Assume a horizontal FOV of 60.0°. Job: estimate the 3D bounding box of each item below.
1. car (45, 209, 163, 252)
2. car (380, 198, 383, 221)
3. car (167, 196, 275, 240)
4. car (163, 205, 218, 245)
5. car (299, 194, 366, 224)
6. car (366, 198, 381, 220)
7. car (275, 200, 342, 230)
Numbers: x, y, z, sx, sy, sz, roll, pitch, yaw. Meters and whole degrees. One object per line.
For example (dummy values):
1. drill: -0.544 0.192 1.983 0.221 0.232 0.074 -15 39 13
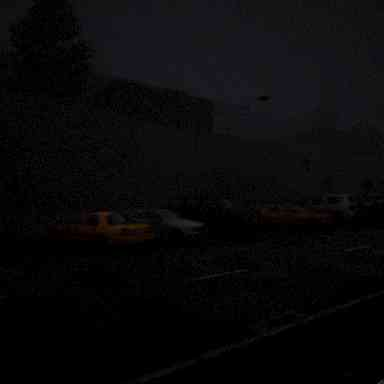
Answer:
1. car: -4.024 1.489 13.909 5.366 1.575 1.946 -1 0 35
2. car: 13.258 1.402 26.013 4.674 1.452 2.002 -1 -1 35
3. car: 1.050 1.228 17.286 5.566 2.045 2.435 -1 -1 35
4. car: -1.424 1.525 15.556 4.674 1.452 2.002 -1 -1 34
5. car: 8.335 1.170 22.538 5.566 2.045 2.435 -1 0 35
6. car: 10.781 1.422 24.277 4.792 1.488 2.163 -1 0 35
7. car: 6.068 1.439 20.677 5.366 1.575 1.946 -1 -1 35
